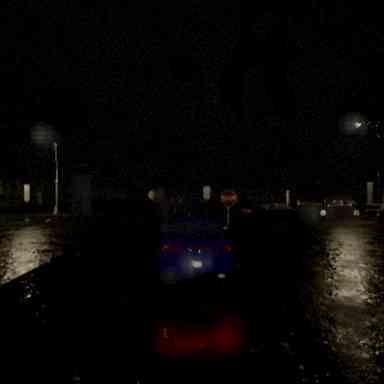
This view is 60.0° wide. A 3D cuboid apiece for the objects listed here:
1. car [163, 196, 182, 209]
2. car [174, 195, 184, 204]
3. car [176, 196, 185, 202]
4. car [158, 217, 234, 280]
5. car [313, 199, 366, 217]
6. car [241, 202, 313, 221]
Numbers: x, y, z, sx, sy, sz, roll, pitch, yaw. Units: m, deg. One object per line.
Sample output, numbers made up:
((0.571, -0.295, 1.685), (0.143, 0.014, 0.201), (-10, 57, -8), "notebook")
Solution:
((-2.837, 1.576, 45.384), (1.994, 1.385, 4.181), (0, 0, 0), "car")
((-2.774, 1.356, 62.603), (2.097, 1.767, 4.553), (0, 0, 0), "car")
((-2.746, 1.582, 77.444), (1.895, 1.301, 4.718), (0, 0, 0), "car")
((0.101, 1.484, 9.989), (1.882, 1.535, 5.008), (0, 0, 0), "car")
((13.148, 1.447, 30.302), (4.892, 1.490, 1.837), (-1, 1, 3), "car")
((6.820, 1.552, 27.516), (5.357, 1.411, 2.033), (0, 1, -13), "car")
